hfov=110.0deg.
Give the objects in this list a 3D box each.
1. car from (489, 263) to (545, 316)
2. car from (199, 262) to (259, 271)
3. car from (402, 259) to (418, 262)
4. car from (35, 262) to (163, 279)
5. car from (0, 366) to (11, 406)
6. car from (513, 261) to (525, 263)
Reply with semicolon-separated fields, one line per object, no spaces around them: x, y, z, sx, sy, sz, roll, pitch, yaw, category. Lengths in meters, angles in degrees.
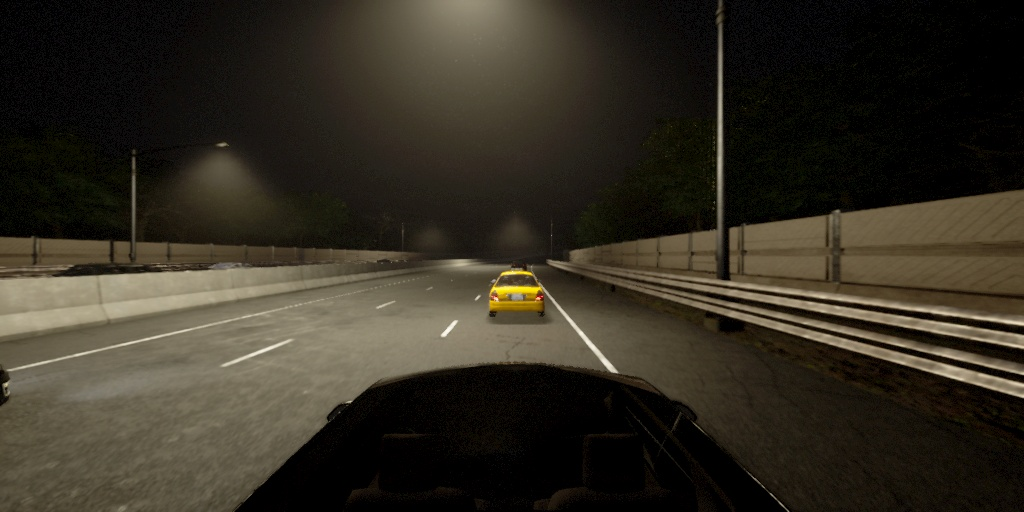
0.176;1.206;13.244;1.801;1.575;5.366;0;0;1;car
-20.813;1.228;26.301;2.128;1.511;4.902;0;0;1;car
-16.144;1.274;58.458;1.882;1.535;5.008;0;0;3;car
-17.501;1.088;15.079;2.097;1.767;4.553;0;0;1;car
-6.889;1.251;2.159;1.837;1.490;4.892;0;0;0;car
0.871;1.278;43.023;2.128;1.511;4.902;0;0;2;car
